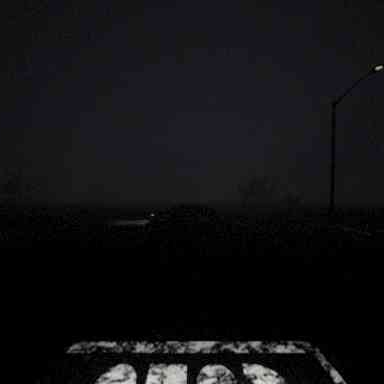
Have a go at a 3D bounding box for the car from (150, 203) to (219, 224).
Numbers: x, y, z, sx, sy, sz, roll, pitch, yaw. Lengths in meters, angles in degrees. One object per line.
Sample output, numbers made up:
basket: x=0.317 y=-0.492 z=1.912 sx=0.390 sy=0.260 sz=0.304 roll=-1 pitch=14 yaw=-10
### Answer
car: x=-0.529 y=1.529 z=23.798 sx=4.892 sy=1.490 sz=1.837 roll=1 pitch=0 yaw=0
